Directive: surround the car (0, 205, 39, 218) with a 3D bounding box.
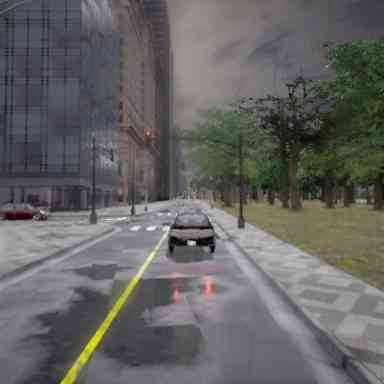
[{"bbox_3d":[-19.014,2.065,35.583,4.313,1.339,1.947,0,-2,0],"label":"car"}]

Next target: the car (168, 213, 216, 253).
[{"bbox_3d":[0.002,1.637,14.322,2.128,1.511,4.902,0,0,0],"label":"car"}]

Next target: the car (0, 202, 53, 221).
[{"bbox_3d":[-13.547,1.630,27.077,4.097,1.590,1.967,0,-2,-1],"label":"car"}]

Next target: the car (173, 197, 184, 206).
[{"bbox_3d":[-3.009,2.131,74.944,2.150,2.045,5.566,0,-1,0],"label":"car"}]
